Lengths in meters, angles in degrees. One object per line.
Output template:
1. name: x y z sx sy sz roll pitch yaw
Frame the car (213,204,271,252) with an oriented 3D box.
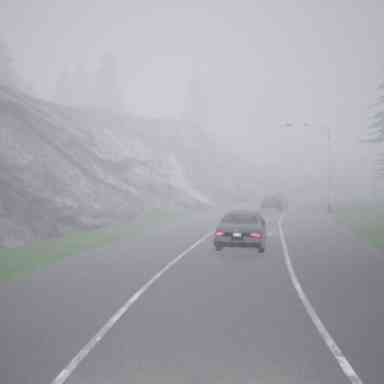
1. car: 2.075 1.443 13.594 2.033 1.411 5.357 0 1 13

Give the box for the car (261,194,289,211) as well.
1. car: 7.777 0.887 31.136 2.128 1.511 4.902 0 2 26
